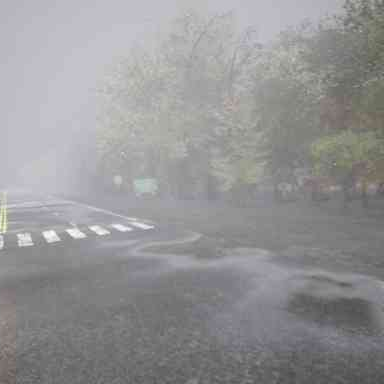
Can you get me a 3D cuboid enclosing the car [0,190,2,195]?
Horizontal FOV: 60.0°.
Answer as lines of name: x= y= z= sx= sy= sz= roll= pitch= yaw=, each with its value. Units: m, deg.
car: x=-38.089 y=0.099 z=64.642 sx=1.837 sy=1.490 sz=4.892 roll=-3 pitch=3 yaw=-29
